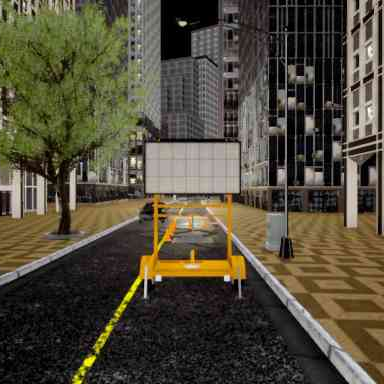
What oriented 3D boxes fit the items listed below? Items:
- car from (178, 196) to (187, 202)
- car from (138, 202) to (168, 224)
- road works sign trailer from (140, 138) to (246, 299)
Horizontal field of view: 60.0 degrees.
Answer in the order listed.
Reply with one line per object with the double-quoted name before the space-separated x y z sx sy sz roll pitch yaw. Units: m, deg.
"car" -2.362 1.747 83.289 1.895 1.301 4.718 0 0 2
"car" -2.799 1.512 24.794 1.837 1.490 4.892 0 0 0
"road works sign trailer" 0.017 0.464 8.403 2.380 3.560 2.880 0 0 0
